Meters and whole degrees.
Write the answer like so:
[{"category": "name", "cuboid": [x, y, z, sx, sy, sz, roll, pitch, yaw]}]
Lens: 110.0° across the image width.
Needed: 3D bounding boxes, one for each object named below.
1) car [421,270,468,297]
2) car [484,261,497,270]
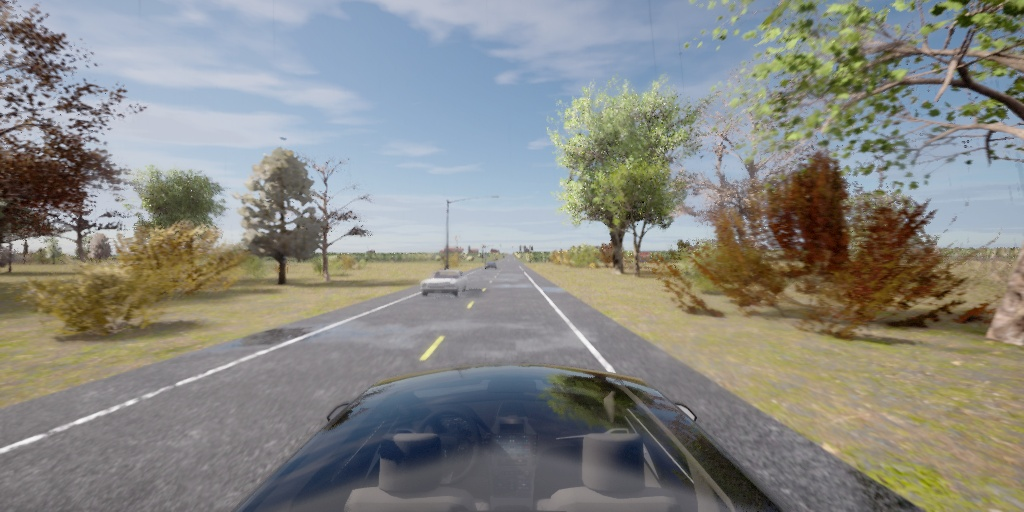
[{"category": "car", "cuboid": [-3.604, 1.449, 19.743, 1.895, 1.301, 4.718, 0, 0, 0]}, {"category": "car", "cuboid": [-3.554, 1.590, 60.972, 1.994, 1.385, 4.181, 0, 0, 1]}]
